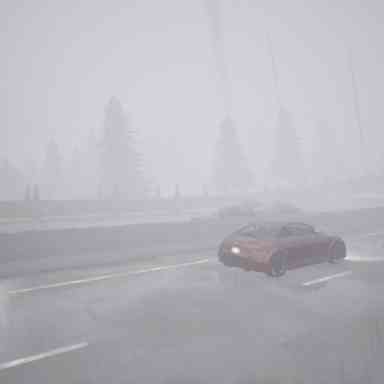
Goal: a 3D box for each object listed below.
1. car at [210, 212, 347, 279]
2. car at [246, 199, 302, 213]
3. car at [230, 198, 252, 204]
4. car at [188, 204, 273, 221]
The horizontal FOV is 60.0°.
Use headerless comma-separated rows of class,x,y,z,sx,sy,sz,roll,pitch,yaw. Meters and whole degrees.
car,2.799,1.516,10.044,4.181,1.385,1.994,0,0,-36
car,6.638,1.401,25.918,4.181,1.385,1.994,-2,1,-35
car,4.518,1.315,28.706,5.008,1.535,1.882,-2,1,-35
car,2.009,1.529,18.323,4.718,1.301,1.895,0,0,-35
